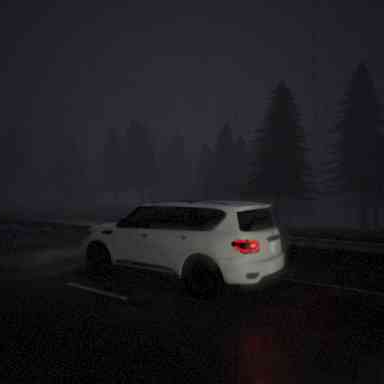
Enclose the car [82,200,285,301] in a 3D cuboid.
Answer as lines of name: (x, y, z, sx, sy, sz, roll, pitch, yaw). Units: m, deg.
car: (-0.458, 1.224, 8.617, 5.566, 2.045, 2.150, 0, 0, 35)
